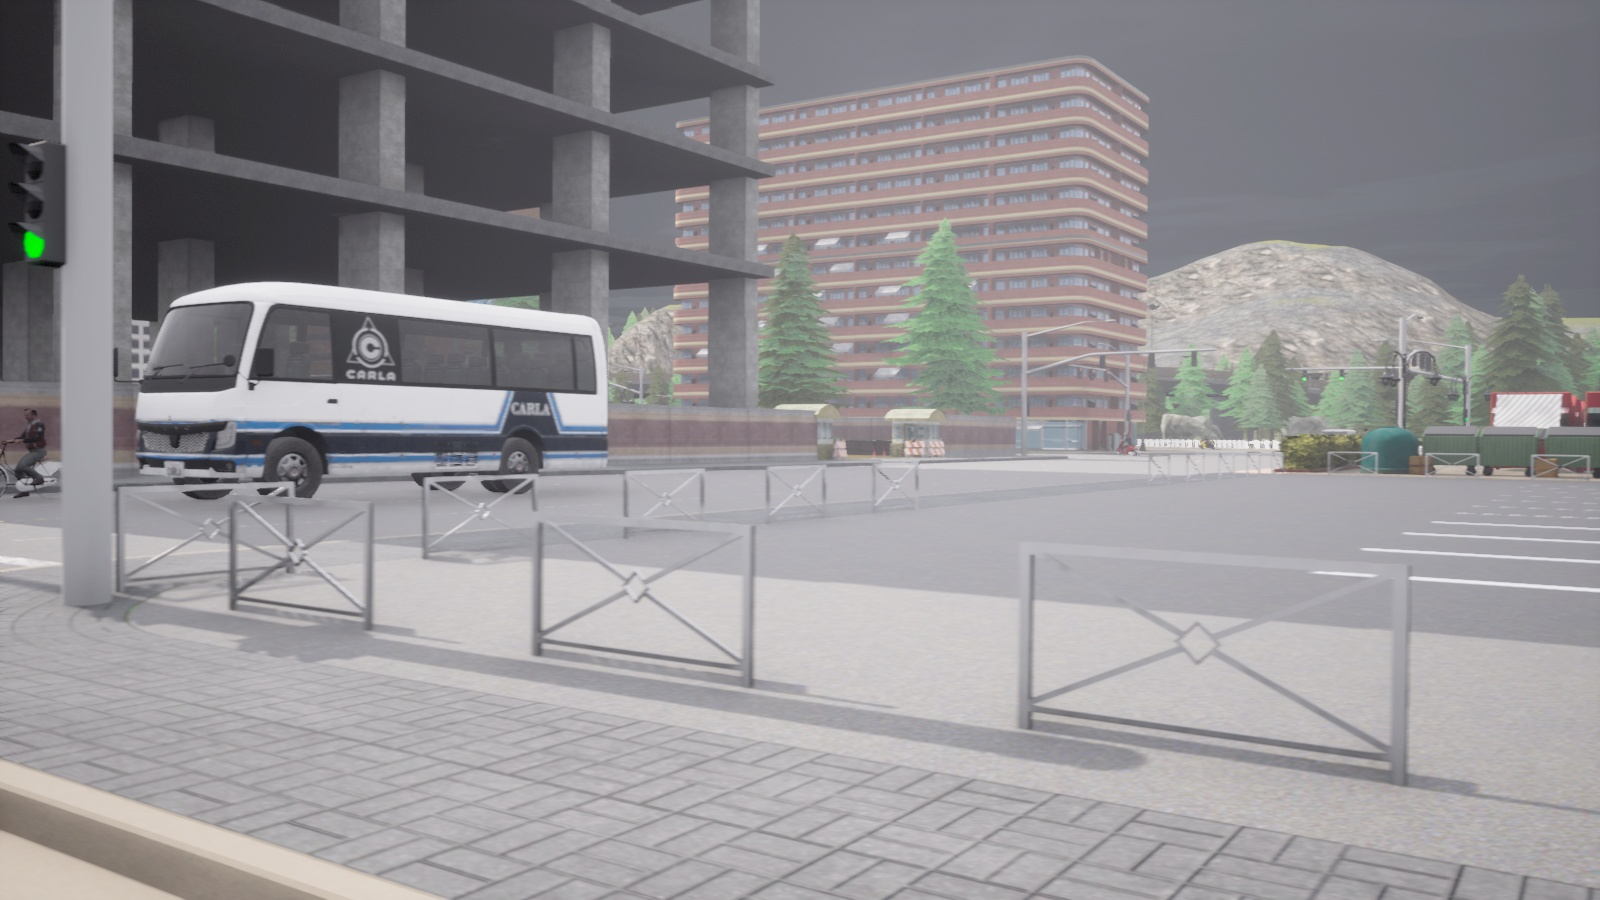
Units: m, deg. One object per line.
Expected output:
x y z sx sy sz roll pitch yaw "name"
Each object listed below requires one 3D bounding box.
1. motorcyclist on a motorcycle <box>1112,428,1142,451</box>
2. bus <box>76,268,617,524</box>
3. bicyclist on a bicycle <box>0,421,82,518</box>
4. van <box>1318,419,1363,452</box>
22.925 -0.753 88.048 0.866 1.590 1.817 -3 2 -41 "motorcyclist on a motorcycle"
-8.802 -0.980 26.295 3.944 4.253 10.273 0 1 33 "bus"
-14.692 0.356 23.720 0.659 1.776 1.843 0 1 33 "bicyclist on a bicycle"
33.405 -0.894 77.587 1.775 1.987 4.442 0 1 33 "van"
